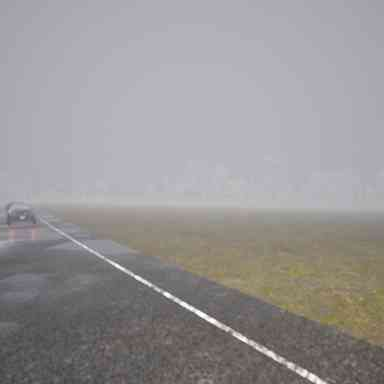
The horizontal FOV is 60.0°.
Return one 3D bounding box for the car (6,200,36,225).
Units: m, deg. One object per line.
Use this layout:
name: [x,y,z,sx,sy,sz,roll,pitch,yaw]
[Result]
car: [-12.917,1.607,25.120,1.812,1.442,4.674,0,0,-29]
